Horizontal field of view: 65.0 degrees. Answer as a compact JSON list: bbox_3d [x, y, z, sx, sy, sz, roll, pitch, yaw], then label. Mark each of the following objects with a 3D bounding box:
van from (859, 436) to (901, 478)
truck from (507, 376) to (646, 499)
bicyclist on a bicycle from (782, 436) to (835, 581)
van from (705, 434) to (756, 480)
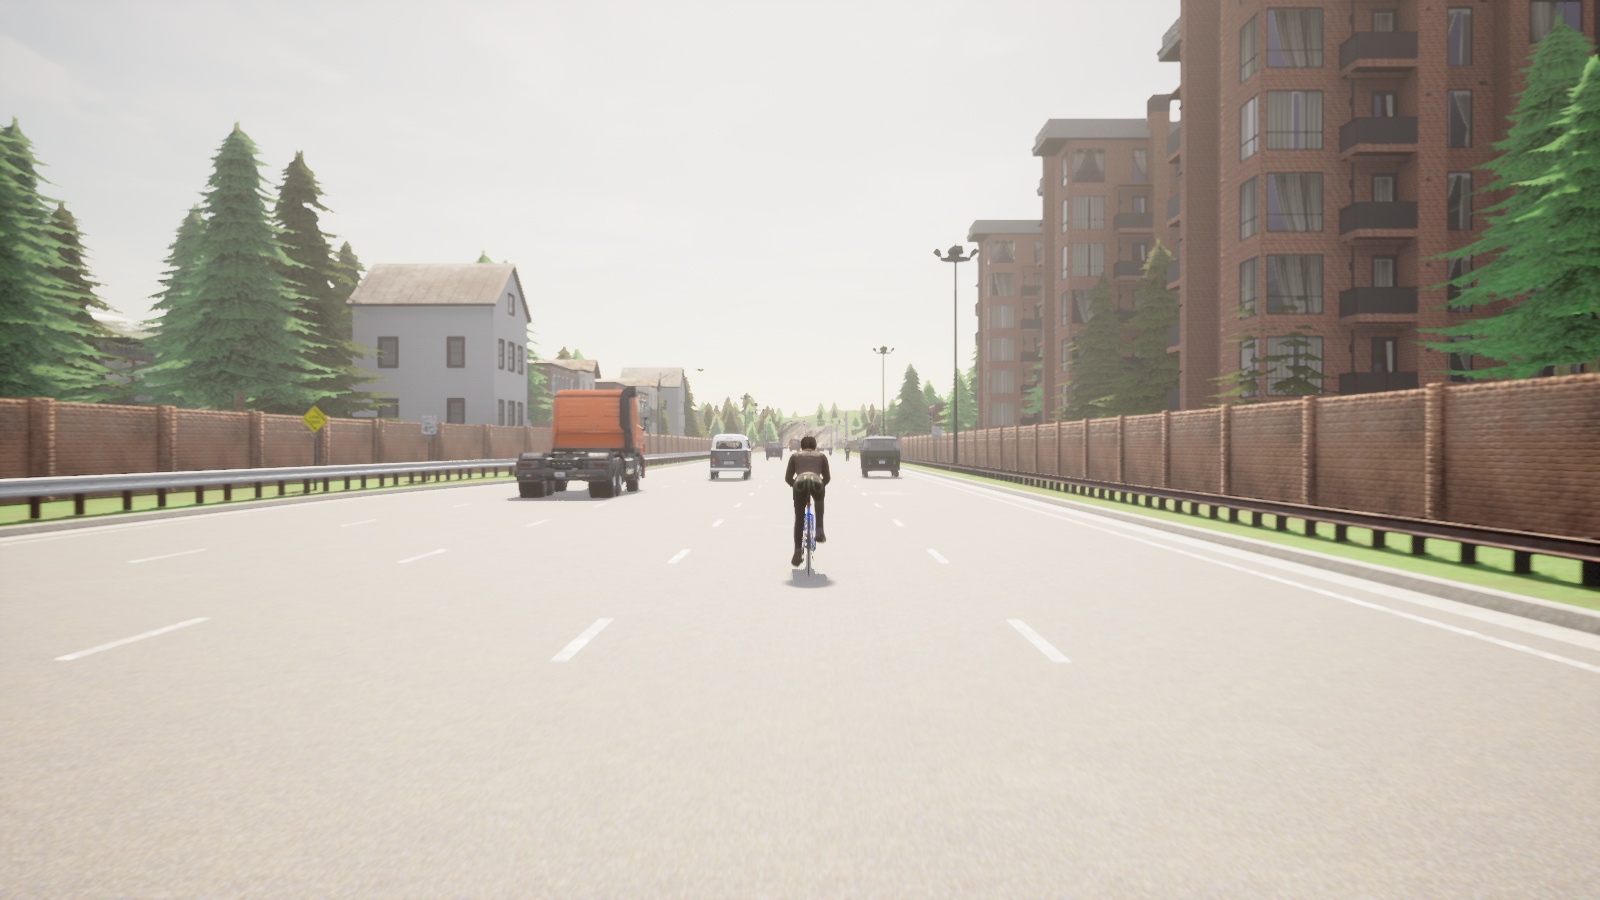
[{"bbox_3d":[3.867,0.308,61.148,1.775,1.987,4.442,0,0,0],"label":"van"},{"bbox_3d":[-6.758,-0.365,39.265,2.891,3.462,7.936,0,0,0],"label":"truck"},{"bbox_3d":[0.101,0.653,14.839,0.582,1.620,1.656,0,0,0],"label":"bicyclist on a bicycle"},{"bbox_3d":[-3.154,0.284,57.802,2.069,2.038,4.480,0,0,0],"label":"van"}]
